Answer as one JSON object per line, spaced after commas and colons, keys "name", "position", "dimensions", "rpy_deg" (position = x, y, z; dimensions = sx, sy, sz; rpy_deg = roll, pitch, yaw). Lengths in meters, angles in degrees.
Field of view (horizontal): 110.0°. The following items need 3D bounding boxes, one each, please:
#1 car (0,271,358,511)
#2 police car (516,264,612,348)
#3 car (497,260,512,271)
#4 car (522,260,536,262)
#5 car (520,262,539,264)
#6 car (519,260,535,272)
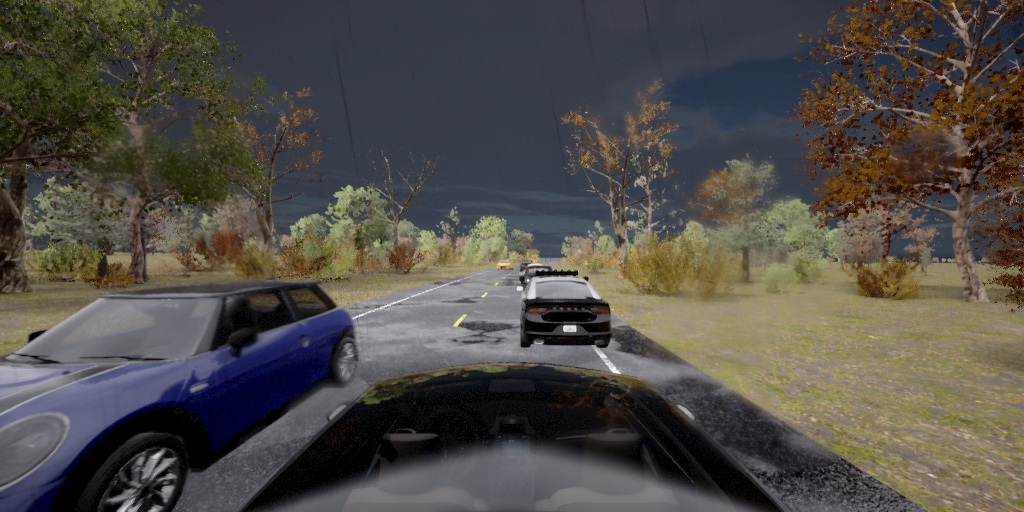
{"name": "car", "position": [-3.557, 1.102, 3.894], "dimensions": [2.097, 1.767, 4.553], "rpy_deg": [0, 0, 1]}
{"name": "police car", "position": [1.150, 1.177, 9.387], "dimensions": [1.930, 1.638, 5.238], "rpy_deg": [0, 0, 1]}
{"name": "car", "position": [-1.036, 1.319, 52.211], "dimensions": [1.882, 1.535, 5.008], "rpy_deg": [0, 0, 5]}
{"name": "car", "position": [1.679, 1.216, 25.387], "dimensions": [1.801, 1.575, 5.366], "rpy_deg": [0, 0, 3]}
{"name": "car", "position": [1.427, 1.261, 19.229], "dimensions": [1.837, 1.490, 4.892], "rpy_deg": [0, 0, 2]}
{"name": "car", "position": [2.097, 1.328, 47.880], "dimensions": [1.837, 1.490, 4.892], "rpy_deg": [0, 0, 5]}
